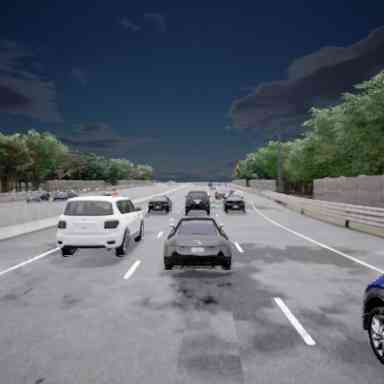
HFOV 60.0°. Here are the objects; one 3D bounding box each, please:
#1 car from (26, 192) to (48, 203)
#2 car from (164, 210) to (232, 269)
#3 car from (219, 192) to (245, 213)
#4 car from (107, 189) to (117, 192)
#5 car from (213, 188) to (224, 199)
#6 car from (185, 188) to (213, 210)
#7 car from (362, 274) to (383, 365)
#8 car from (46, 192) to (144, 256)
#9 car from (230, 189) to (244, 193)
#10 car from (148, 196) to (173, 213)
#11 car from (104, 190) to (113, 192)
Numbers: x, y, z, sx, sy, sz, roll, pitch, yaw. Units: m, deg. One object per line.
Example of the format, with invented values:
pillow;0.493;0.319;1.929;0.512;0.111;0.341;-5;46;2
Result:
car;-22.812;0.747;49.495;2.128;1.511;4.902;0;1;-1
car;0.175;1.521;11.012;1.994;1.385;4.181;0;0;1
car;3.981;1.098;32.158;1.882;1.535;5.008;0;1;2
car;-15.857;0.175;64.540;2.097;1.767;4.553;0;2;3
car;4.931;0.504;58.363;1.812;1.442;4.674;0;2;2
car;0.522;0.891;29.961;2.150;2.045;5.566;0;1;1
car;3.490;1.281;2.920;2.097;1.767;4.553;0;0;0
car;-3.306;1.162;12.997;2.150;2.045;5.566;0;1;1
car;8.370;0.449;60.101;1.812;1.442;4.674;0;2;4
car;-2.934;1.117;31.539;1.882;1.535;5.008;0;1;2
car;-13.121;0.868;46.416;2.033;1.411;5.357;0;1;3
